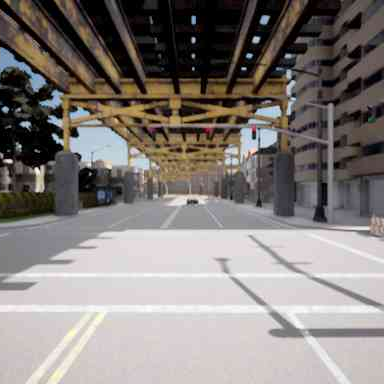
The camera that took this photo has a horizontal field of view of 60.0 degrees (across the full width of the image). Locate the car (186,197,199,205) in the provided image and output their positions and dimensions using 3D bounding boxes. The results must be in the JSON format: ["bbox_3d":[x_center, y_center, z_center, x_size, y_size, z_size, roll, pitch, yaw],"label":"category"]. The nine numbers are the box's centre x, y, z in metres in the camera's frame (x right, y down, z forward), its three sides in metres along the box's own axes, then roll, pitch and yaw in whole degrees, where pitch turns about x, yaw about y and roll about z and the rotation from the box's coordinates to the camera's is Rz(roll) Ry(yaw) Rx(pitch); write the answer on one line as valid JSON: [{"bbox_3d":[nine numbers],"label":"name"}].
[{"bbox_3d":[0.068,1.391,52.780,1.895,1.301,4.718,0,0,0],"label":"car"}]
